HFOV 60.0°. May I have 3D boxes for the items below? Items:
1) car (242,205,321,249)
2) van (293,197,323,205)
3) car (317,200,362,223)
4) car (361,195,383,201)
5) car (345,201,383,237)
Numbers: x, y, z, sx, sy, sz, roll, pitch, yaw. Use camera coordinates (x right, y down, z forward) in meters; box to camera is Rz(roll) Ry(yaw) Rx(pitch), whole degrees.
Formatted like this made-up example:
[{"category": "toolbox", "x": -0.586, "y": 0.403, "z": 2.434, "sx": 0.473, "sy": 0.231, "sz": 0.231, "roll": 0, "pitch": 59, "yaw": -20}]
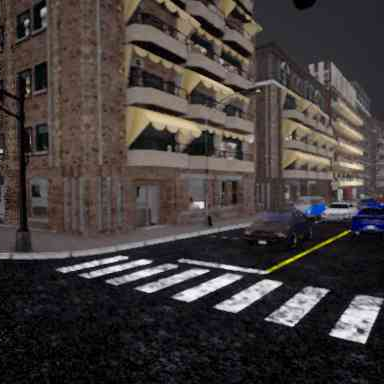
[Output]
[{"category": "car", "x": 4.078, "y": 1.522, "z": 14.908, "sx": 2.033, "sy": 1.411, "sz": 5.357, "roll": 0, "pitch": 0, "yaw": 32}, {"category": "van", "x": 9.561, "y": 1.293, "z": 27.056, "sx": 1.690, "sy": 1.788, "sz": 3.998, "roll": -1, "pitch": -1, "yaw": 35}, {"category": "car", "x": 10.901, "y": 1.480, "z": 24.437, "sx": 1.812, "sy": 1.442, "sz": 4.674, "roll": 0, "pitch": 0, "yaw": 35}, {"category": "car", "x": 18.767, "y": 1.408, "z": 35.446, "sx": 1.882, "sy": 1.535, "sz": 5.008, "roll": 0, "pitch": 1, "yaw": 36}, {"category": "car", "x": 9.507, "y": 1.443, "z": 17.011, "sx": 1.882, "sy": 1.535, "sz": 5.008, "roll": 0, "pitch": 0, "yaw": 36}]
